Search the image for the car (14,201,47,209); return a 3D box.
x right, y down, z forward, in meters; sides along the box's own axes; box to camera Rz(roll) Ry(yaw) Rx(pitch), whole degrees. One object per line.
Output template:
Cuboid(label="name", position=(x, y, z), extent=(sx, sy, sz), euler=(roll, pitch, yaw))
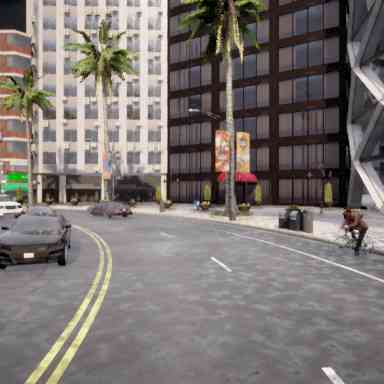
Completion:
Cuboid(label="car", position=(-9.575, 1.525, 20.645), extent=(1.812, 1.442, 4.674), euler=(0, 0, -35))

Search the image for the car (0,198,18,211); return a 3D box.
Cuboid(label="car", position=(-23.673, 1.525, 40.649), extent=(4.674, 1.442, 1.812), euler=(0, 0, 24))

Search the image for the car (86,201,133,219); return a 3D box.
Cuboid(label="car", position=(-7.434, 1.547, 29.661), extent=(2.033, 1.411, 5.357), euler=(0, 0, -44))

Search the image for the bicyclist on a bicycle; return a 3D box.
Cuboid(label="bicyclist on a bicycle", position=(5.596, 1.409, 11.564), extent=(1.656, 1.620, 0.582), euler=(0, 0, -12))

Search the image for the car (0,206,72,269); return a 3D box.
Cuboid(label="car", position=(-5.267, 1.477, 11.543), extent=(1.882, 1.535, 5.008), euler=(0, 0, -18))

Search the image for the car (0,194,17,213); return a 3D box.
Cuboid(label="car", position=(-16.602, 1.221, 28.428), extent=(5.566, 2.045, 2.150), euler=(0, 0, 39))
